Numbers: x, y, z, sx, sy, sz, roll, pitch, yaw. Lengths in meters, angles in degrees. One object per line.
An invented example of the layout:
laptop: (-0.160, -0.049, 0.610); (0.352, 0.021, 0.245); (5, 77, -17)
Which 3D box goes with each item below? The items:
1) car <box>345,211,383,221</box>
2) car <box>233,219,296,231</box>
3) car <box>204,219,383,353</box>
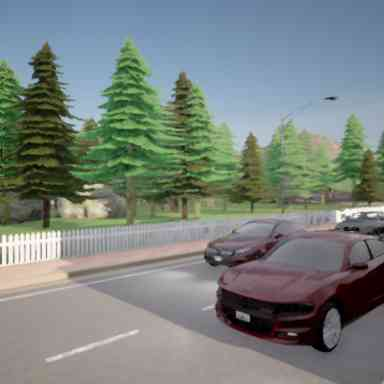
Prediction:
car: (8.969, 1.691, 16.961); (4.181, 1.385, 1.994); (0, -1, -42)
car: (2.469, 1.645, 11.094); (4.674, 1.442, 1.812); (0, -1, -42)
car: (2.589, 1.539, 6.518); (5.008, 1.535, 1.882); (0, -1, -42)
